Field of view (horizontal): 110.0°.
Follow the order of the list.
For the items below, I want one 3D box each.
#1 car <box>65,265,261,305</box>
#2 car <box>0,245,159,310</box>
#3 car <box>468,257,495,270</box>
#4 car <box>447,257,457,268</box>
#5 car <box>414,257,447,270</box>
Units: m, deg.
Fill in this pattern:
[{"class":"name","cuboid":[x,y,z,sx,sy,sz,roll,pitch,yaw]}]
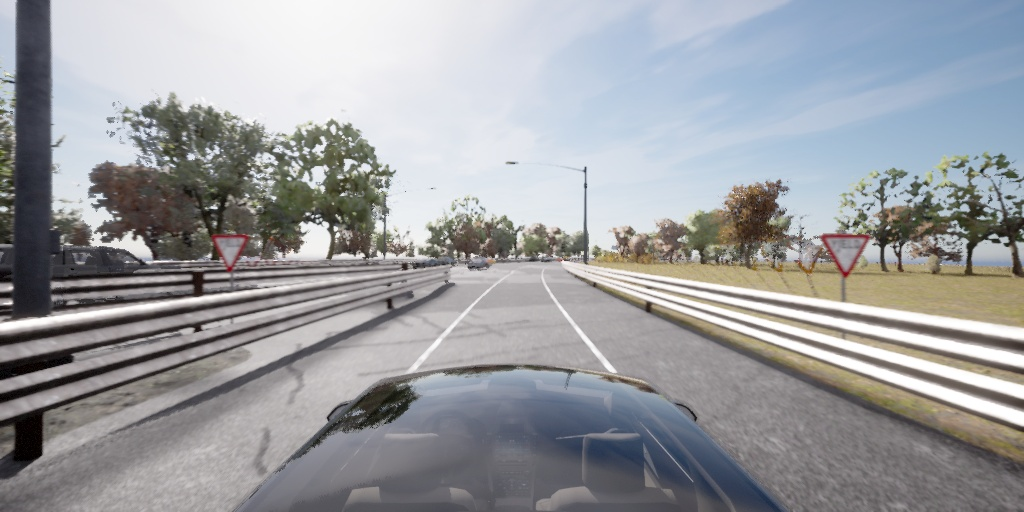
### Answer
[{"class":"car","cuboid":[-11.353,1.076,12.392,1.895,1.301,4.718,0,0,10]},{"class":"car","cuboid":[-14.854,0.686,12.612,2.150,2.045,5.566,0,0,10]},{"class":"car","cuboid":[-4.381,1.134,48.436,2.033,1.411,5.357,0,0,12]},{"class":"car","cuboid":[-10.098,0.938,54.995,2.097,1.767,4.553,0,0,13]},{"class":"car","cuboid":[-9.512,1.058,41.041,1.837,1.490,4.892,0,0,12]}]
